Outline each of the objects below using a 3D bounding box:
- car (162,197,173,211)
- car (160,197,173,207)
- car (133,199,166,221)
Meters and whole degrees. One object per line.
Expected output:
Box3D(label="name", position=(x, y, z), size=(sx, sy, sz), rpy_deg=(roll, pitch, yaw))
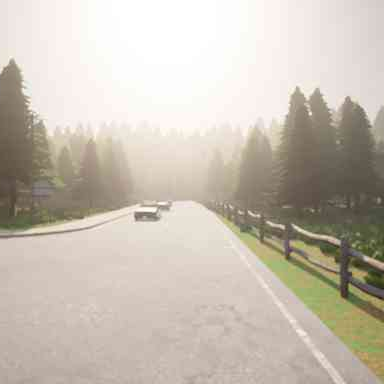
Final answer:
Box3D(label="car", position=(-3.683, 1.580, 40.302), size=(1.994, 1.385, 4.181), rpy_deg=(0, 0, -1))
Box3D(label="car", position=(-4.152, 1.529, 54.180), size=(1.837, 1.490, 4.892), rpy_deg=(0, 0, -1))
Box3D(label="car", position=(-3.621, 1.555, 28.004), size=(2.033, 1.411, 5.357), rpy_deg=(0, 0, 0))
